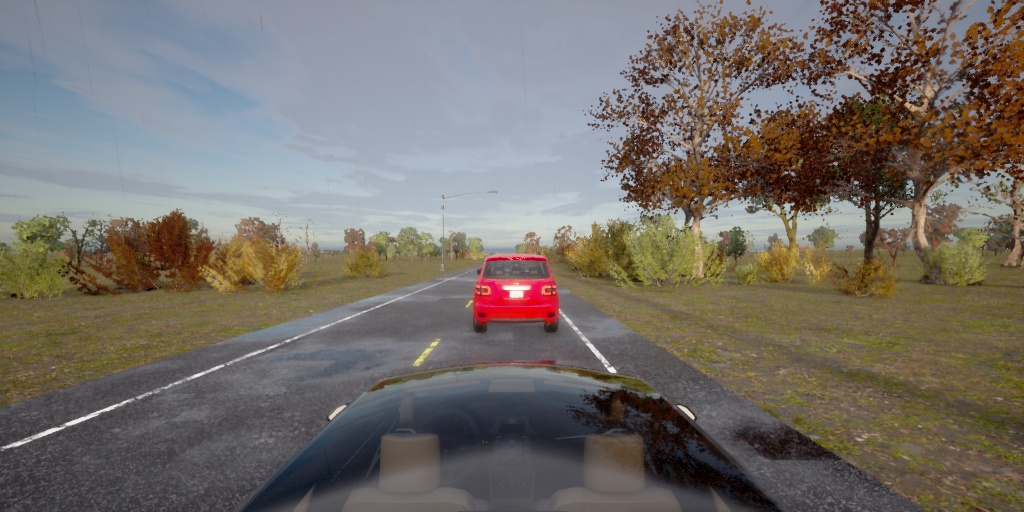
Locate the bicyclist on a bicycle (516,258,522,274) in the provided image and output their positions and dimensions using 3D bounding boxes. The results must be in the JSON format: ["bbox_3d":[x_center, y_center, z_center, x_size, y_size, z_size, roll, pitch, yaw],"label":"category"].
[{"bbox_3d":[0.802,1.106,40.086,0.659,1.776,1.843,0,0,0],"label":"bicyclist on a bicycle"}]

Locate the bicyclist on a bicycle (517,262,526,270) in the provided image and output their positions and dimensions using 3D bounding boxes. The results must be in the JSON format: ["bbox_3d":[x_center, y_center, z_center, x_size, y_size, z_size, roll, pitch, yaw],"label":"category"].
[{"bbox_3d":[0.873,1.109,30.073,0.659,1.776,1.843,0,0,0],"label":"bicyclist on a bicycle"}]

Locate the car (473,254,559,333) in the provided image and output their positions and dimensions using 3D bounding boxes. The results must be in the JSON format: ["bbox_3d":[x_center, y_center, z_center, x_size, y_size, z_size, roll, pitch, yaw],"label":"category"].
[{"bbox_3d":[0.083,0.968,10.894,2.150,2.045,5.566,0,0,-1],"label":"car"}]
